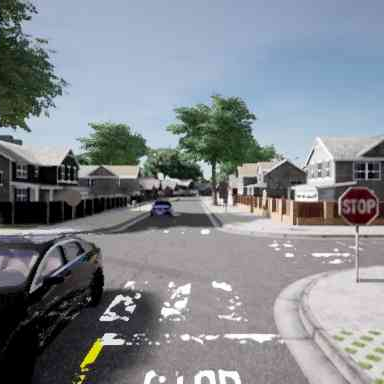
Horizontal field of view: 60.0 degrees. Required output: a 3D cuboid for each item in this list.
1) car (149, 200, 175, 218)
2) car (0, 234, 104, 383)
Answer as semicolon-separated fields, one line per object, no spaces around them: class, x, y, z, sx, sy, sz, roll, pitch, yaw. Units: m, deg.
car;-2.664;1.491;30.137;1.812;1.442;4.674;0;0;0
car;-2.741;1.484;5.083;2.128;1.511;4.902;0;0;0
